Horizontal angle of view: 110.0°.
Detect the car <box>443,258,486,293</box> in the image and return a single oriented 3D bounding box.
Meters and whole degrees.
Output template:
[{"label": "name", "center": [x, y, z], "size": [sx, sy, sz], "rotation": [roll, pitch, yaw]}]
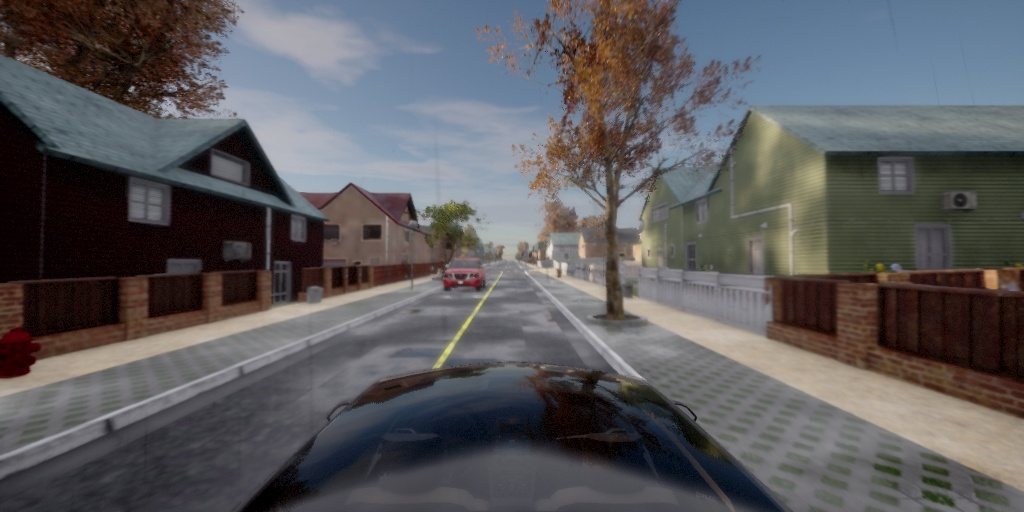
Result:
[{"label": "car", "center": [-2.847, 1.127, 22.646], "size": [2.150, 2.045, 5.566], "rotation": [0, 0, 0]}]
